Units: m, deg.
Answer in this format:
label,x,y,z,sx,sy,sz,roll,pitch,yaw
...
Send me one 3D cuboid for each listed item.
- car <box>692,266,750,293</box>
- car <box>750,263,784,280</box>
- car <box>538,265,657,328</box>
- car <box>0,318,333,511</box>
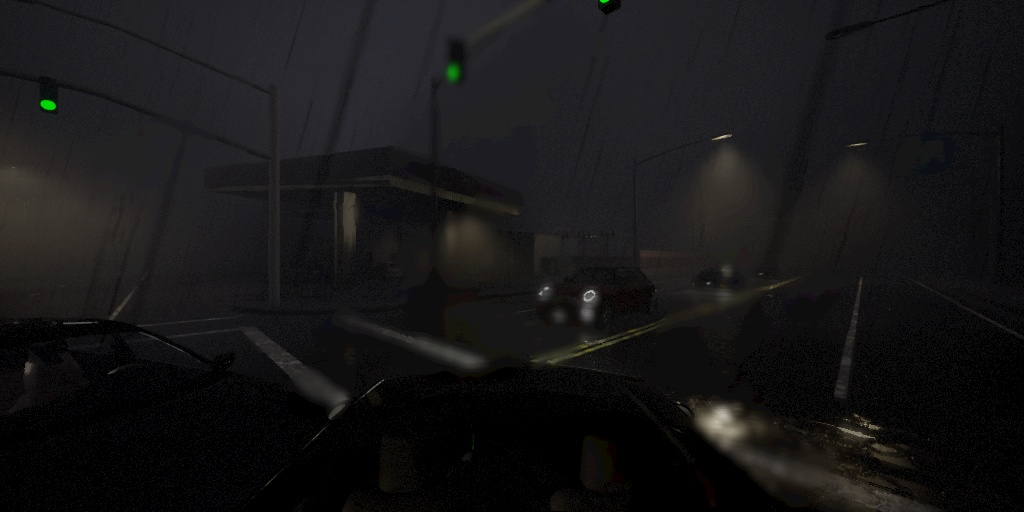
label,x,y,z,sx,sy,sz,roll,pitch,yaw
car,12.209,1.312,21.098,1.994,1.385,4.181,0,0,44
car,22.004,1.314,31.003,4.181,1.385,1.994,0,0,-45
car,2.894,1.103,11.647,2.097,1.767,4.553,0,0,45
car,-3.443,1.242,2.419,4.902,1.511,2.128,0,0,14
